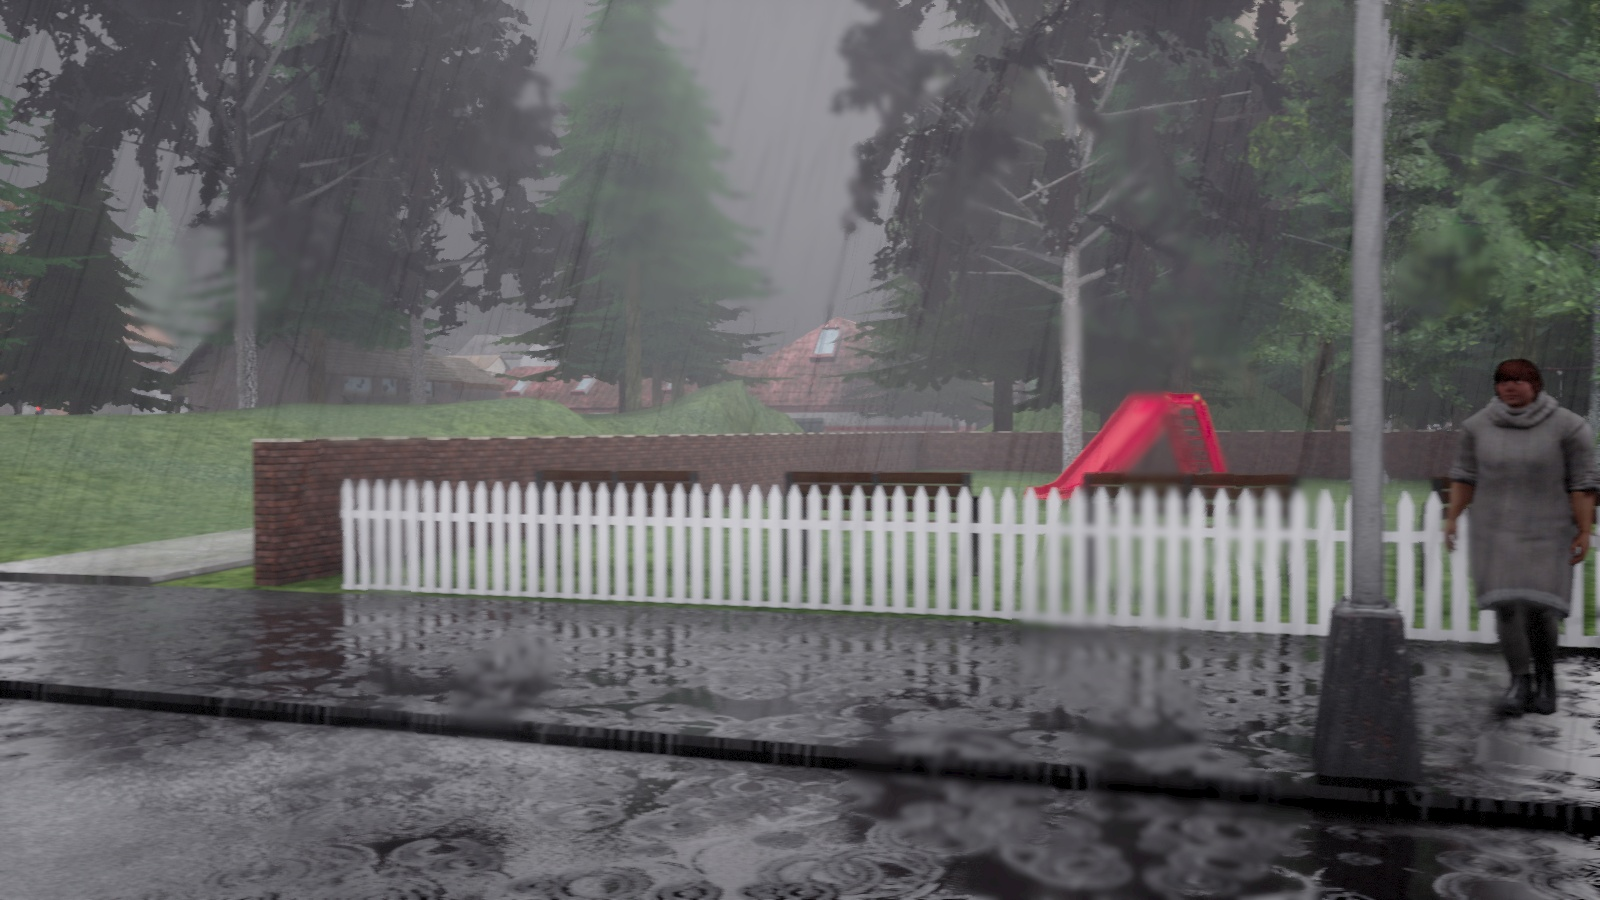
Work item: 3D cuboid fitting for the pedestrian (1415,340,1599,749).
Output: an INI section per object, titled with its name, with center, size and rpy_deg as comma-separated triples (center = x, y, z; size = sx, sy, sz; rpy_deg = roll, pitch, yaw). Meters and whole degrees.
[pedestrian]
center = 3.728, 0.446, 6.538
size = 0.873, 1.952, 0.659
rpy_deg = -1, 1, -43
